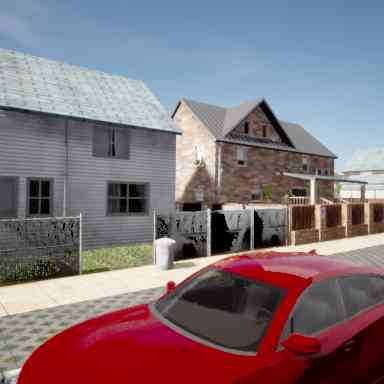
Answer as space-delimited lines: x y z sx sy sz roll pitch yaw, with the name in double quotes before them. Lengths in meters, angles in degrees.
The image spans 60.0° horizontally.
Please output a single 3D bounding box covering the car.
"car" 0.845 1.479 3.681 5.008 1.535 1.882 0 0 -36
